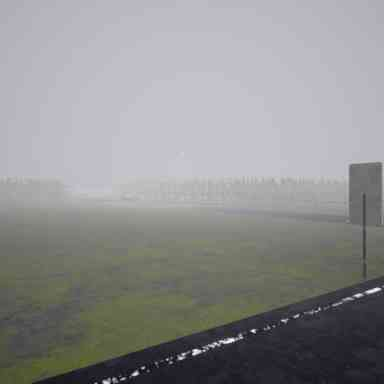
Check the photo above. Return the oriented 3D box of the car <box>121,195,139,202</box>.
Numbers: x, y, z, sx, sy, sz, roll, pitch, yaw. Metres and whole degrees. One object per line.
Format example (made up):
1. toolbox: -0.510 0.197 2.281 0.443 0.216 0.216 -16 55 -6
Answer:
1. car: -11.906 1.149 63.140 1.895 1.301 4.718 0 1 -35
